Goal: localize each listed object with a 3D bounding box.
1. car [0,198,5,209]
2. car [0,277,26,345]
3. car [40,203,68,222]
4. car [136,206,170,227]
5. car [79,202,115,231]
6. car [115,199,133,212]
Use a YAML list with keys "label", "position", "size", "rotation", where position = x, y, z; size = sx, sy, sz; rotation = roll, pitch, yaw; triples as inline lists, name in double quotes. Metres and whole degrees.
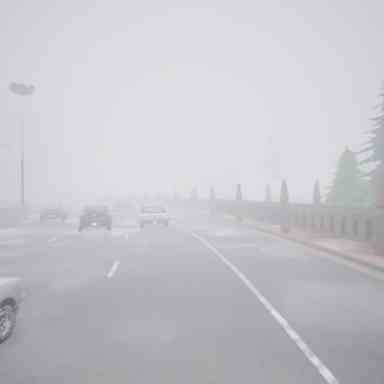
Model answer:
- label: "car"
  position: [-27.270, 1.613, 46.145]
  size: [2.097, 1.767, 4.553]
  rotation: [0, 0, -30]
- label: "car"
  position: [-3.616, 1.616, 3.394]
  size: [1.895, 1.301, 4.718]
  rotation: [0, 0, -2]
- label: "car"
  position: [-11.103, 1.609, 26.934]
  size: [1.812, 1.442, 4.674]
  rotation: [0, 0, -16]
- label: "car"
  position: [-2.824, 1.630, 23.082]
  size: [1.895, 1.301, 4.718]
  rotation: [0, 0, -13]
- label: "car"
  position: [-5.979, 1.548, 20.999]
  size: [1.837, 1.490, 4.892]
  rotation: [0, 0, -12]
- label: "car"
  position: [-8.392, 1.597, 40.039]
  size: [1.837, 1.490, 4.892]
  rotation: [0, 0, -22]
